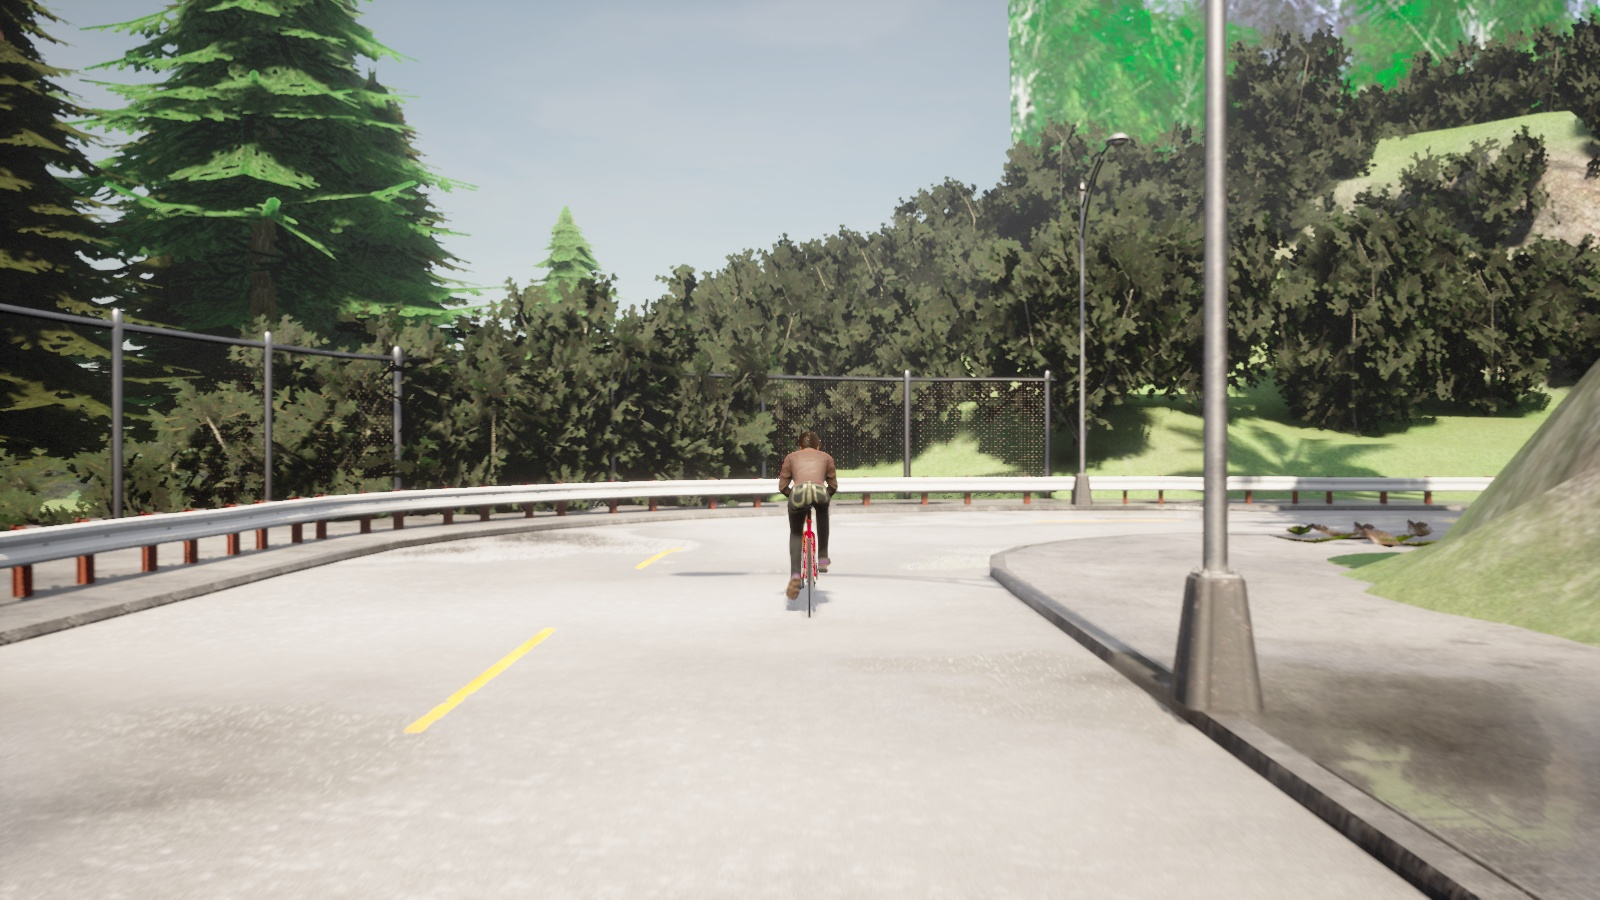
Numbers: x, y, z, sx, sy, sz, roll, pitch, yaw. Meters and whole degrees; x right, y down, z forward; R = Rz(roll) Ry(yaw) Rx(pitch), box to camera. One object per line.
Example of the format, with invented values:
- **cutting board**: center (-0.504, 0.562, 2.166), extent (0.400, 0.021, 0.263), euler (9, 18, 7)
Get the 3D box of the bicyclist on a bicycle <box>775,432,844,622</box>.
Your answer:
- **bicyclist on a bicycle**: center (0.083, 0.655, 11.498), extent (0.582, 1.620, 1.656), euler (0, 0, 0)
